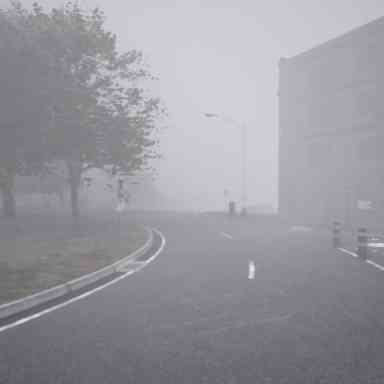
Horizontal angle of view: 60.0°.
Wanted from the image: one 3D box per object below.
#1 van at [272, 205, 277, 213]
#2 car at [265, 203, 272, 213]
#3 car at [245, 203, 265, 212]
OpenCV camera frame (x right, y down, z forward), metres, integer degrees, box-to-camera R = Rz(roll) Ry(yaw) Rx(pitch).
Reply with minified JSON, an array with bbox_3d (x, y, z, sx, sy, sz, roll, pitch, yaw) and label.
[{"bbox_3d":[14.735,3.159,65.213,1.878,1.987,4.442,0,-3,25],"label":"van"},{"bbox_3d":[12.393,3.082,60.107,2.163,1.488,4.792,0,-3,25],"label":"car"},{"bbox_3d":[10.122,2.768,55.112,2.002,1.452,4.674,2,-3,25],"label":"car"}]
